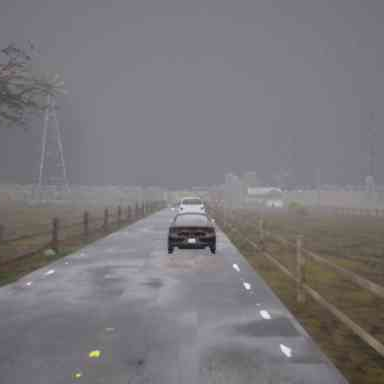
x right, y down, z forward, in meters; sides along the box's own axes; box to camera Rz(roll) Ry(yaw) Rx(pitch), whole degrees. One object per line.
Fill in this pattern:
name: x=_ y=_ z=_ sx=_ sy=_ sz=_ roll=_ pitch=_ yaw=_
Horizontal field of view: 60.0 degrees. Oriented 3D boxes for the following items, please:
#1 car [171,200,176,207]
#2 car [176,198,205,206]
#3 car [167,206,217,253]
car: x=-2.821 y=2.294 z=63.761 sx=1.837 sy=1.490 sz=4.892 roll=0 pitch=-1 yaw=0
car: x=-0.013 y=1.491 z=29.020 sx=2.150 sy=2.045 sz=5.566 roll=0 pitch=0 yaw=0
car: x=-0.001 y=1.614 z=14.469 sx=1.882 sy=1.535 sz=5.008 roll=0 pitch=0 yaw=0
